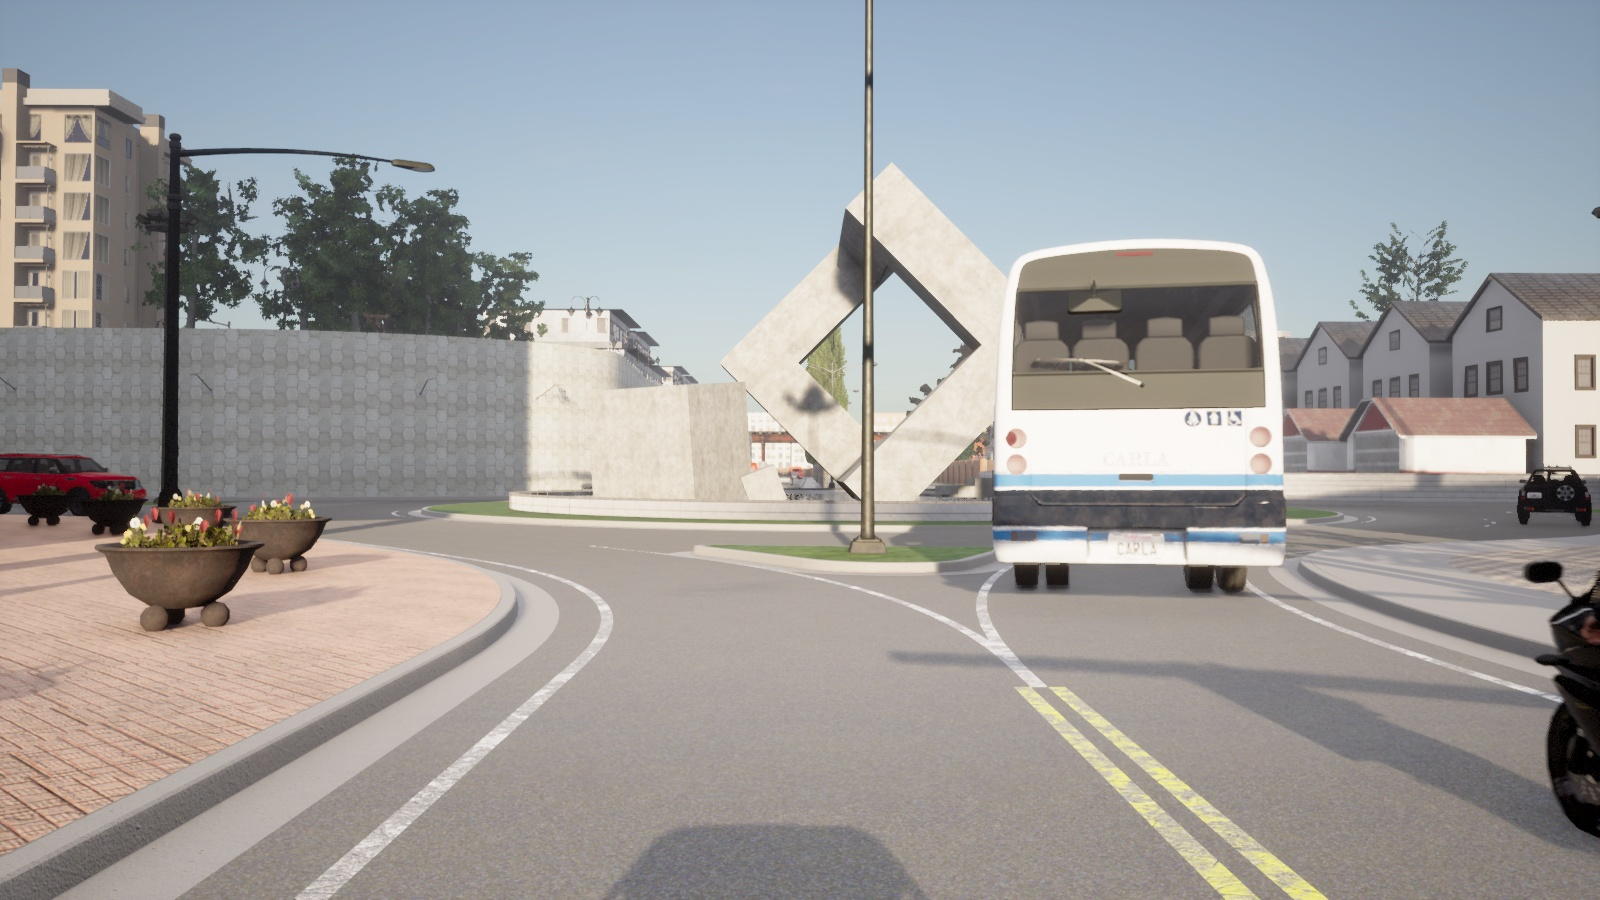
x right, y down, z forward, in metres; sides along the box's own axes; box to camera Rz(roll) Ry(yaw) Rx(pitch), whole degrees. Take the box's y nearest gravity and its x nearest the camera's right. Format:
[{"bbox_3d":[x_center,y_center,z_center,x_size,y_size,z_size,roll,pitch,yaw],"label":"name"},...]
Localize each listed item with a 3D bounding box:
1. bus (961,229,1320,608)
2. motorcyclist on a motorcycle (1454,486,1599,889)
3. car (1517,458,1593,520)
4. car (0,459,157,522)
[{"bbox_3d":[4.985,-0.253,19.521,3.944,4.253,10.273,-1,-1,13],"label":"bus"},{"bbox_3d":[3.496,0.916,4.770,0.866,1.530,2.191,0,-1,0],"label":"motorcyclist on a motorcycle"},{"bbox_3d":[23.945,1.208,39.954,1.932,1.855,4.605,0,-1,29],"label":"car"},{"bbox_3d":[-24.625,1.337,41.888,5.566,2.045,2.150,0,-1,14],"label":"car"}]
